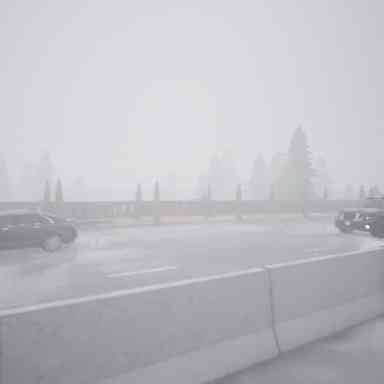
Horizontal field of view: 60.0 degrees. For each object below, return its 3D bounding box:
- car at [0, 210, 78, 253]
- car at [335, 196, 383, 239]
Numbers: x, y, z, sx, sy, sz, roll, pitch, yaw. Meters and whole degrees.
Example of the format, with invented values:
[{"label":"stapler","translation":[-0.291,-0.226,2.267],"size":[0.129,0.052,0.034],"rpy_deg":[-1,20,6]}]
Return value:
[{"label":"car","translation":[-6.669,1.442,11.910],"size":[4.892,1.490,1.837],"rpy_deg":[0,0,-34]},{"label":"car","translation":[10.180,1.219,17.497],"size":[5.566,2.045,2.150],"rpy_deg":[1,0,-24]}]
